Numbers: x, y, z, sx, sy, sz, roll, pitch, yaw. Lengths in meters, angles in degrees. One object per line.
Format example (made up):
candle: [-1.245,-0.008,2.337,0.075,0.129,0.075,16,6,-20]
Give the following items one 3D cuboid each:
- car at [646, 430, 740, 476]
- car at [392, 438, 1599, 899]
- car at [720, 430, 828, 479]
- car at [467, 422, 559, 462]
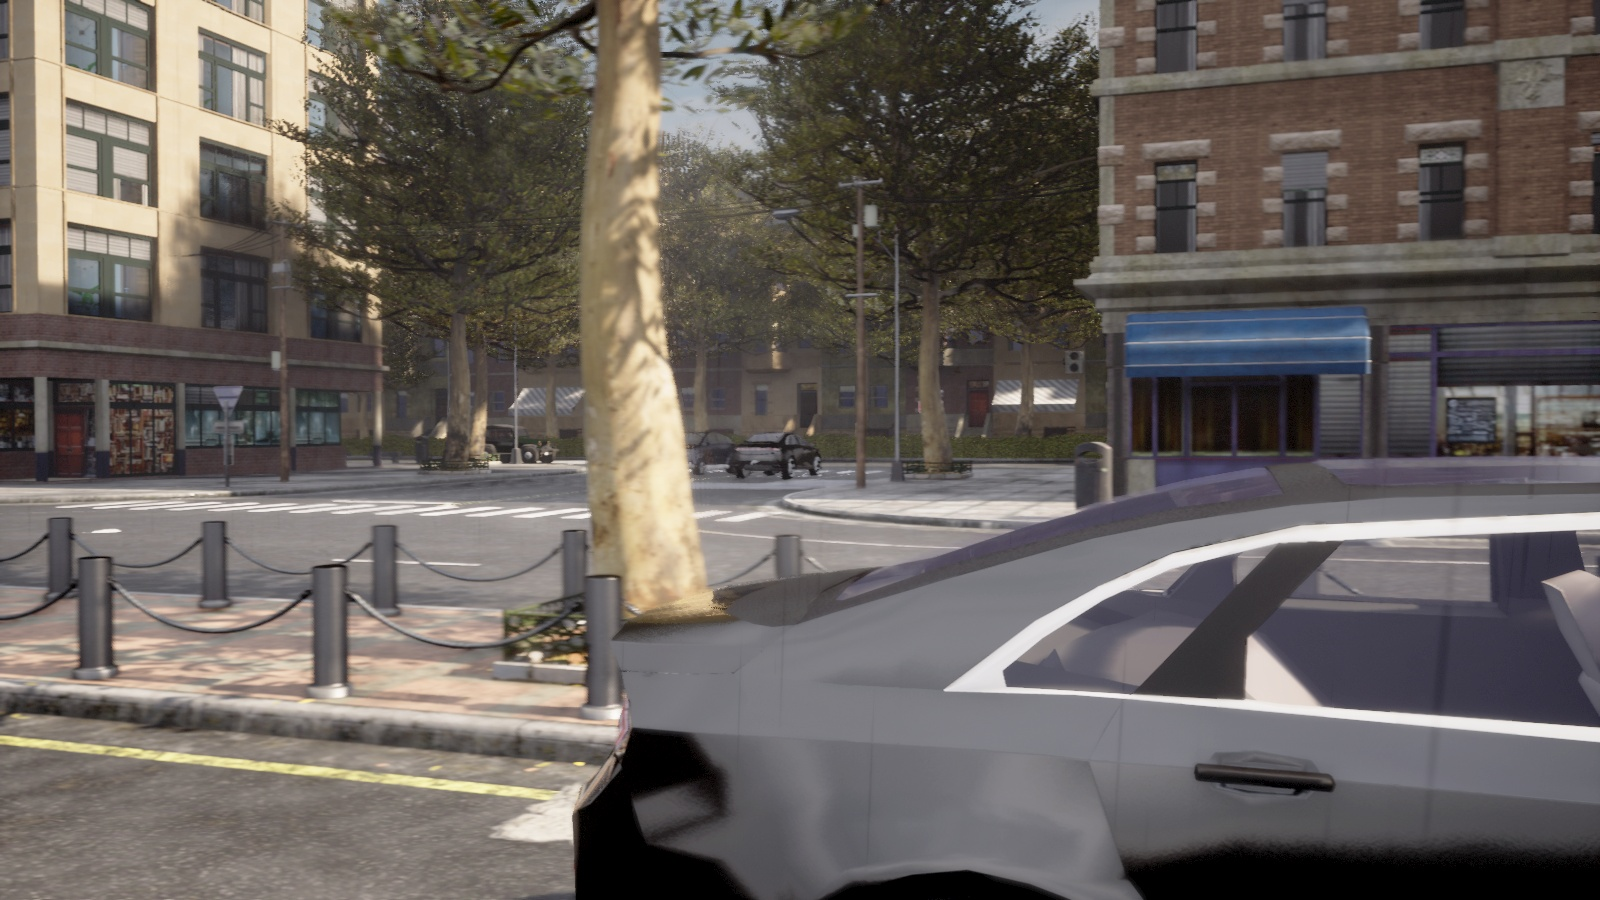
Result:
car: [-3.721,0.083,44.241,1.789,1.549,3.705,0,1,22]
car: [1.909,0.749,2.550,4.902,1.511,2.128,1,1,19]
car: [-0.779,0.104,42.179,2.128,1.511,4.902,1,1,18]
car: [-13.690,-0.390,59.990,3.866,1.878,1.905,1,1,19]
